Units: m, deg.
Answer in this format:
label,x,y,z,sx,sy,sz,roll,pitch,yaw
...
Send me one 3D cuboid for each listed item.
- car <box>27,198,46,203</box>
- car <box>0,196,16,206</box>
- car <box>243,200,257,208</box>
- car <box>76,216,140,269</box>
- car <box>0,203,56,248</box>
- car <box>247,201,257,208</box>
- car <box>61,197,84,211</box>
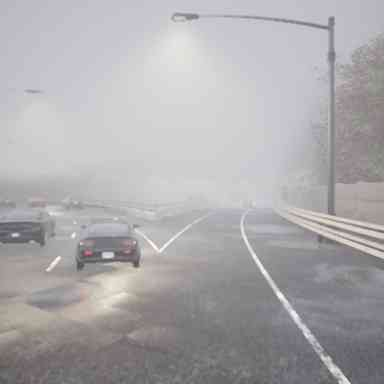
label,x,y,z,sx,sy,sz,roll,pitch,yaw
car,-21.475,1.519,45.918,1.882,1.535,5.008,0,0,-33
car,-25.429,1.383,45.523,2.097,1.767,4.553,0,0,-33
car,11.163,2.337,66.246,2.128,1.511,4.902,0,-3,14
car,-2.766,1.542,11.214,1.812,1.442,4.674,0,0,-13
car,-7.377,1.491,15.060,1.882,1.535,5.008,0,0,-15
car,13.760,2.931,76.298,1.812,1.442,4.674,0,-4,15
car,-15.376,1.402,42.667,2.097,1.767,4.553,0,0,-30
